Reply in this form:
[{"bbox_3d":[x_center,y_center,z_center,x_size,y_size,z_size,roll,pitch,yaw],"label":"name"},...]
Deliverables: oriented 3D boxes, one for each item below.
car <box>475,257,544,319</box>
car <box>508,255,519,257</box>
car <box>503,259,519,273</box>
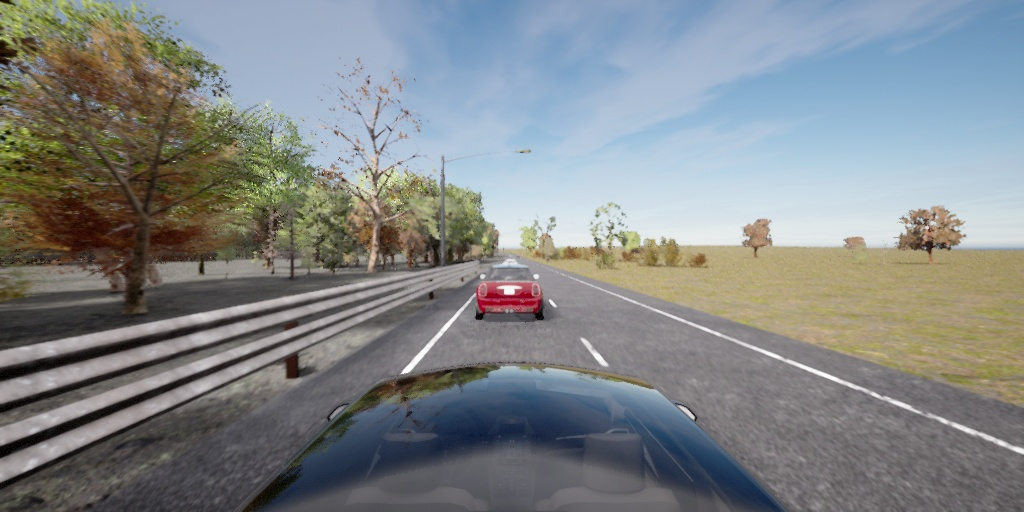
[{"bbox_3d":[-0.080,1.059,12.674,2.097,1.767,4.553,0,0,0],"label":"car"},{"bbox_3d":[-0.178,1.007,64.871,1.812,1.442,4.674,0,0,0],"label":"car"},{"bbox_3d":[-0.134,1.116,41.657,1.812,1.442,4.674,0,0,0],"label":"car"}]
